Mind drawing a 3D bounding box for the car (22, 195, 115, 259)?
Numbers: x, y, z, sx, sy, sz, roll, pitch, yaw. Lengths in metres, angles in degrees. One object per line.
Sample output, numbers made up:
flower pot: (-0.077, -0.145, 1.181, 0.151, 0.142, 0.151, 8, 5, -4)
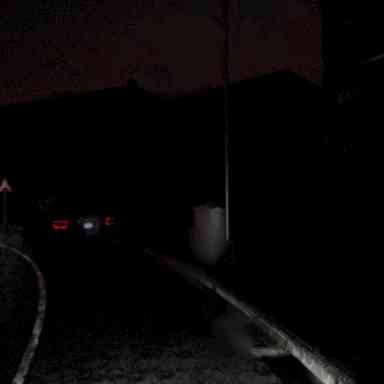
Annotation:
car: (-4.795, 1.128, 12.552, 2.150, 2.045, 5.566, -1, 1, -36)
